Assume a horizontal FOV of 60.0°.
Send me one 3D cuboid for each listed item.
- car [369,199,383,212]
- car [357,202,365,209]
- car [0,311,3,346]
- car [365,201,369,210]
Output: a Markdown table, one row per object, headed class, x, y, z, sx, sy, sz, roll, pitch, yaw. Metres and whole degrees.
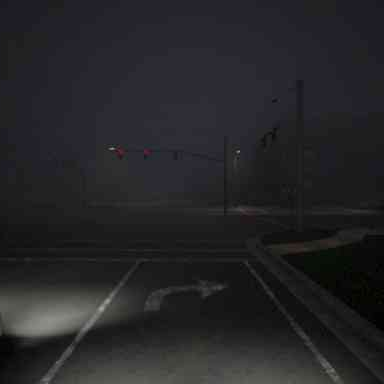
| class | x | y | z | sx | sy | sz | roll | pitch | yaw |
| --- | --- | --- | --- | --- | --- | --- | --- | --- | --- |
| car | 22.970 | 1.705 | 37.331 | 4.718 | 1.301 | 1.895 | 0 | 0 | 0 |
| car | 24.490 | 1.650 | 44.332 | 4.674 | 1.442 | 1.812 | 0 | 0 | 0 |
| car | -3.444 | 1.512 | 2.461 | 1.837 | 1.490 | 4.892 | 0 | 0 | 1 |
| car | 24.520 | 1.592 | 40.837 | 5.008 | 1.535 | 1.882 | 0 | 0 | 0 |
